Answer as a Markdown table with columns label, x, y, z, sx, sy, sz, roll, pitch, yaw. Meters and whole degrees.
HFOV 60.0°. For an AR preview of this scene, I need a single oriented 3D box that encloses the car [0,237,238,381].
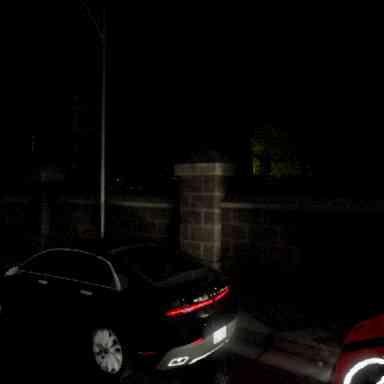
| label | x | y | z | sx | sy | sz | roll | pitch | yaw |
| --- | --- | --- | --- | --- | --- | --- | --- | --- | --- |
| car | -1.628 | 1.519 | 5.525 | 4.892 | 1.490 | 1.837 | 0 | 0 | 36 |

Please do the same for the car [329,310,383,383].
| label | x | y | z | sx | sy | sz | roll | pitch | yaw |
| --- | --- | --- | --- | --- | --- | --- | --- | --- | --- |
| car | 3.273 | 1.362 | 2.012 | 4.553 | 1.767 | 2.097 | 0 | 0 | 36 |
